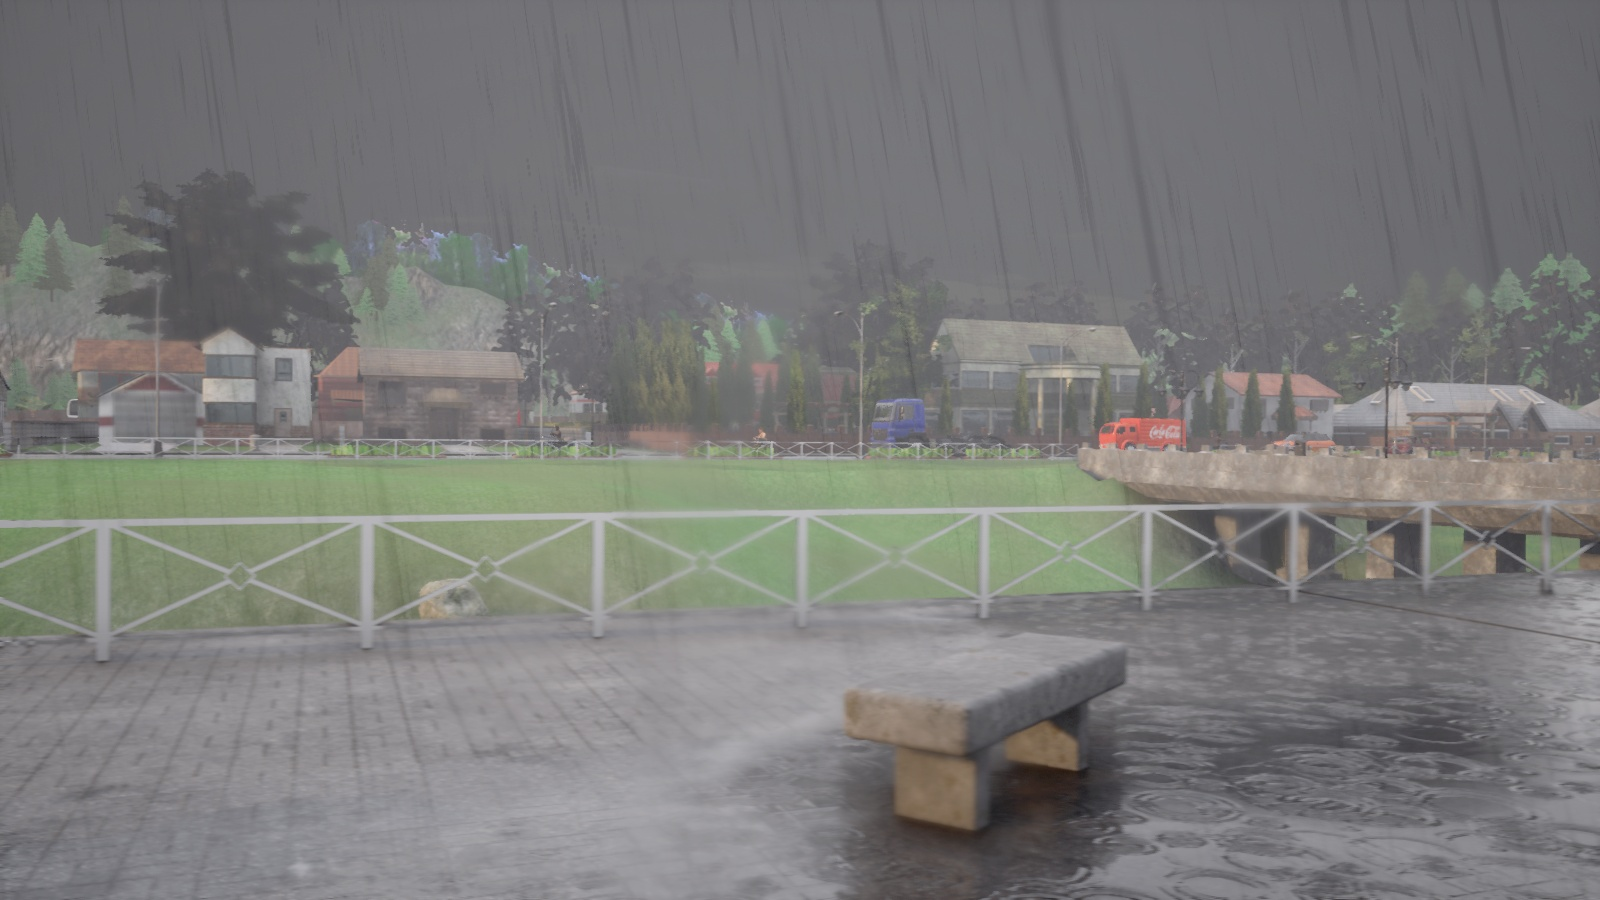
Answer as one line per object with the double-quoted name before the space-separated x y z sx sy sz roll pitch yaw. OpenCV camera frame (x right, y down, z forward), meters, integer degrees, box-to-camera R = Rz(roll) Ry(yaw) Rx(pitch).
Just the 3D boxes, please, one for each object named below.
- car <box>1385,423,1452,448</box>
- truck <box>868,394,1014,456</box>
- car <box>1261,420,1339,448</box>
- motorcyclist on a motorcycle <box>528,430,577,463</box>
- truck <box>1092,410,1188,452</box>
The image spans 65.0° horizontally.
"car" 39.658 -0.962 80.524 3.705 1.549 1.789 -1 1 -21
"truck" 8.187 -1.458 72.851 7.936 3.462 2.891 -1 1 -21
"car" 32.715 -1.034 82.167 4.553 1.767 2.097 -1 1 -21
"motorcyclist on a motorcycle" -12.783 -0.169 64.906 2.350 1.649 0.766 -1 1 -21
"truck" 21.045 -1.181 77.735 5.204 2.467 2.627 -1 1 -21
